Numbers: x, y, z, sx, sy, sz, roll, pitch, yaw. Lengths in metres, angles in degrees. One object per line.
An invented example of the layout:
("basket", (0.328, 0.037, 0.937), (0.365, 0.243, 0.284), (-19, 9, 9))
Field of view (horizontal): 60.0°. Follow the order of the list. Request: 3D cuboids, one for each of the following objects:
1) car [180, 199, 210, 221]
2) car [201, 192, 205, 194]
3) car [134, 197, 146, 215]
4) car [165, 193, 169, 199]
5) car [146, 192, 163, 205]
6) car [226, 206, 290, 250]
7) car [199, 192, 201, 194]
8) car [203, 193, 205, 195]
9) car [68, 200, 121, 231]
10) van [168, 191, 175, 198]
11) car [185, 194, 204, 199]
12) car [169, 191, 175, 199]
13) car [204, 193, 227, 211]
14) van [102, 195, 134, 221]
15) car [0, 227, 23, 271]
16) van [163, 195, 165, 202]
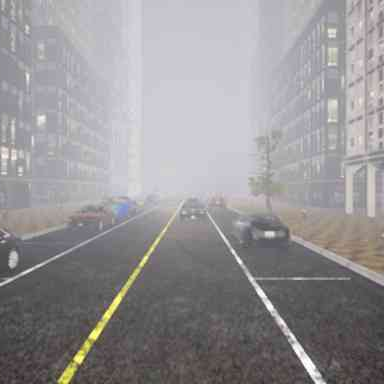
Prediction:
("car", (0.080, 1.412, 24.891), (1.895, 1.301, 4.718), (0, 0, 0))
("car", (2.652, 1.110, 53.554), (1.752, 1.417, 4.829), (0, 0, 0))
("car", (-5.711, 1.348, 30.625), (1.802, 1.307, 4.206), (0, 0, 0))
("car", (-5.733, 1.106, 59.085), (1.947, 1.339, 4.313), (0, 0, 0))
("car", (-5.724, 1.072, 47.699), (1.967, 1.590, 4.097), (0, 0, 0))
("car", (2.682, 1.463, 13.542), (1.947, 1.339, 4.313), (0, 0, 0))
("car", (2.631, 0.795, 81.842), (1.967, 1.590, 4.097), (0, 0, 0))
("car", (2.656, 1.213, 47.693), (1.802, 1.307, 4.206), (0, 0, 0))
("car", (-5.703, 1.399, 19.240), (1.887, 1.381, 4.507), (0, 0, 0))
("van", (-5.758, 0.602, 93.235), (1.690, 1.788, 3.998), (0, 0, 0))
("car", (0.066, 1.247, 41.212), (1.994, 1.385, 4.181), (0, 0, 0))
("car", (-5.750, 0.882, 81.682), (1.752, 1.417, 4.829), (0, 0, 0))
("car", (2.666, 1.162, 36.307), (1.967, 1.590, 4.097), (0, 0, 0))
("van", (-5.706, 1.152, 24.931), (1.690, 1.788, 3.998), (0, 0, 0))
("car", (-5.694, 1.491, 7.856), (2.008, 1.369, 4.403), (0, 0, 0))
("van", (-5.727, 0.927, 53.391), (1.690, 1.788, 3.998), (0, 0, 0))
